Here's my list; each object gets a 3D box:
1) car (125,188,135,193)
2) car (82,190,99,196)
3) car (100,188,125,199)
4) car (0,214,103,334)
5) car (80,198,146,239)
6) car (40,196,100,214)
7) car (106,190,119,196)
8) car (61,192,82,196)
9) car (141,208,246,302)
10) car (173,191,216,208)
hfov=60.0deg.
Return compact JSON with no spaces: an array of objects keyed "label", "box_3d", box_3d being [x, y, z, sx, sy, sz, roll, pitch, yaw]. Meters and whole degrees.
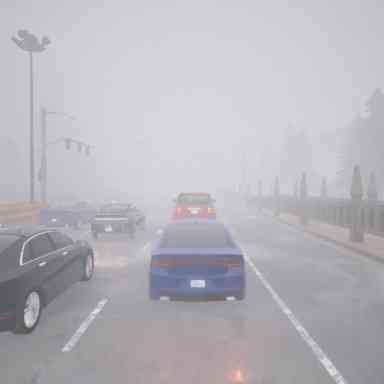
[{"label":"car","box_3d":[-13.778,0.216,68.663,2.150,2.045,5.566,0,1,0]},{"label":"car","box_3d":[-20.787,0.379,66.252,2.097,1.767,4.553,0,1,0]},{"label":"car","box_3d":[-13.895,0.369,58.341,2.150,2.045,5.566,0,1,0]},{"label":"car","box_3d":[-3.400,1.435,6.591,1.837,1.490,4.892,0,1,0]},{"label":"car","box_3d":[-3.377,1.280,15.964,2.128,1.511,4.902,0,1,0]},{"label":"car","box_3d":[-6.867,1.219,19.047,1.882,1.535,5.008,0,1,0]},{"label":"car","box_3d":[-20.708,0.252,87.081,2.033,1.411,5.357,0,1,0]},{"label":"car","box_3d":[-20.898,0.699,56.599,1.812,1.442,4.674,0,1,1]},{"label":"car","box_3d":[0.102,1.384,8.177,1.882,1.535,5.008,0,1,0]},{"label":"car","box_3d":[0.125,0.978,18.047,2.150,2.045,5.566,0,1,0]}]
